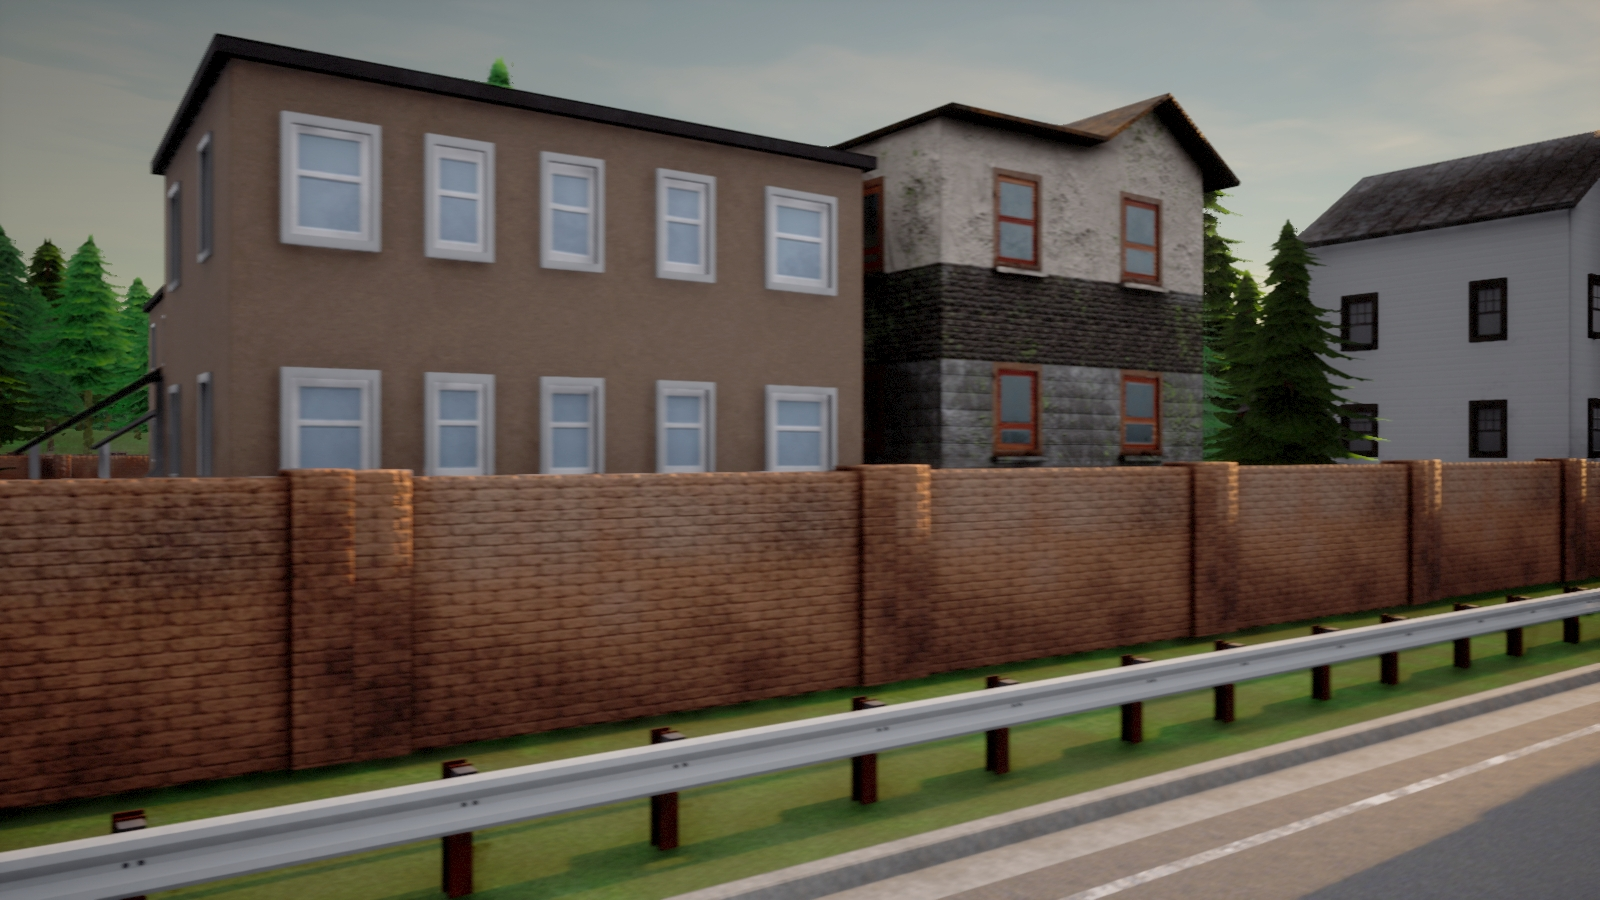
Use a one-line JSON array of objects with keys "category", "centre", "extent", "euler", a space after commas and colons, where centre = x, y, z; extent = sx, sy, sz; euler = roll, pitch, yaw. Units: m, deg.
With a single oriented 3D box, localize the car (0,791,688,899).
[{"category": "car", "centre": [-2.319, 2.040, 2.173], "extent": [4.514, 1.525, 2.007], "euler": [0, 0, -35]}]
